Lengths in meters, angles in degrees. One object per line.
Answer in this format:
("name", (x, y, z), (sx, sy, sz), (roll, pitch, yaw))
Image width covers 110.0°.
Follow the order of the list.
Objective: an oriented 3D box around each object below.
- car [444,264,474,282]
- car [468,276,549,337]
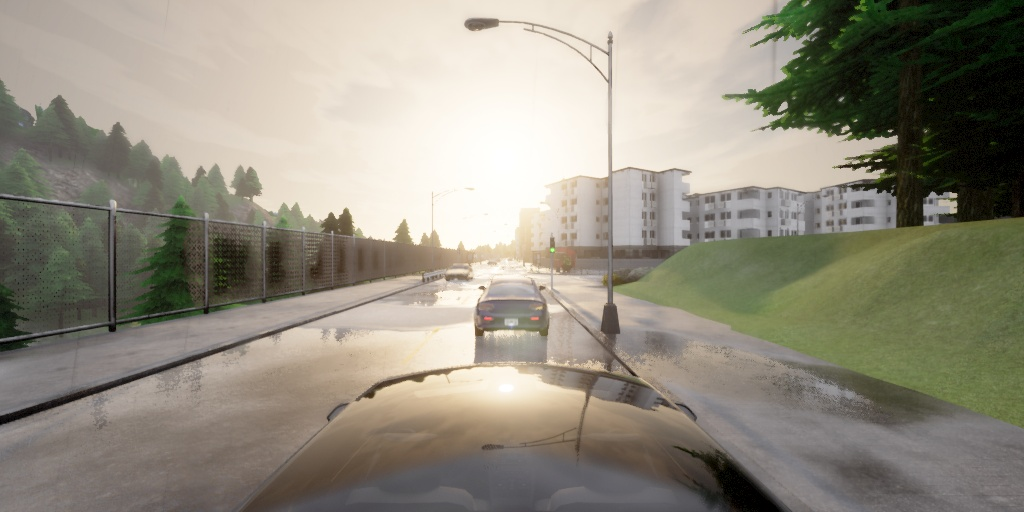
("car", (-4.131, 1.331, 29.016), (2.033, 1.411, 5.357), (0, 0, 0))
("car", (-0.002, 1.276, 10.170), (1.812, 1.442, 4.674), (0, 0, 0))
